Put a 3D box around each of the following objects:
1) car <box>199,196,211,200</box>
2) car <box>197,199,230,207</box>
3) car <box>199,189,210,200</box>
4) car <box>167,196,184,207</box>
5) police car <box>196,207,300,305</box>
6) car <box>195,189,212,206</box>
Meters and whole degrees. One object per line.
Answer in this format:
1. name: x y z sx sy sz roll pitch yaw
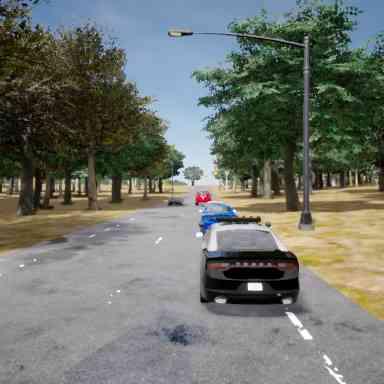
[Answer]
1. car: 1.669 1.314 24.290 1.801 1.575 5.366 0 1 3
2. car: 1.405 1.400 18.121 1.882 1.535 5.008 0 1 2
3. car: 2.489 0.463 67.354 2.150 2.045 5.566 0 1 3
4. car: -2.061 1.230 42.896 1.895 1.301 4.718 0 1 3
5. police car: 1.128 1.409 8.293 1.930 1.638 5.238 0 0 1
6. car: 1.617 0.803 46.158 2.150 2.045 5.566 0 1 3
